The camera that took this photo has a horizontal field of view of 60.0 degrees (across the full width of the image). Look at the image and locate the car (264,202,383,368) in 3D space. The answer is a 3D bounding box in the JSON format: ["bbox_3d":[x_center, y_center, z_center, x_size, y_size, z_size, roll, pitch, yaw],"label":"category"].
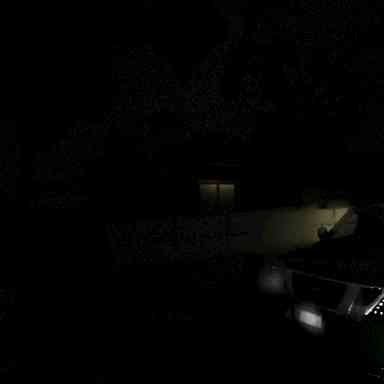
[{"bbox_3d":[3.711,1.211,5.713,5.566,2.045,2.150,0,0,-36],"label":"car"}]
